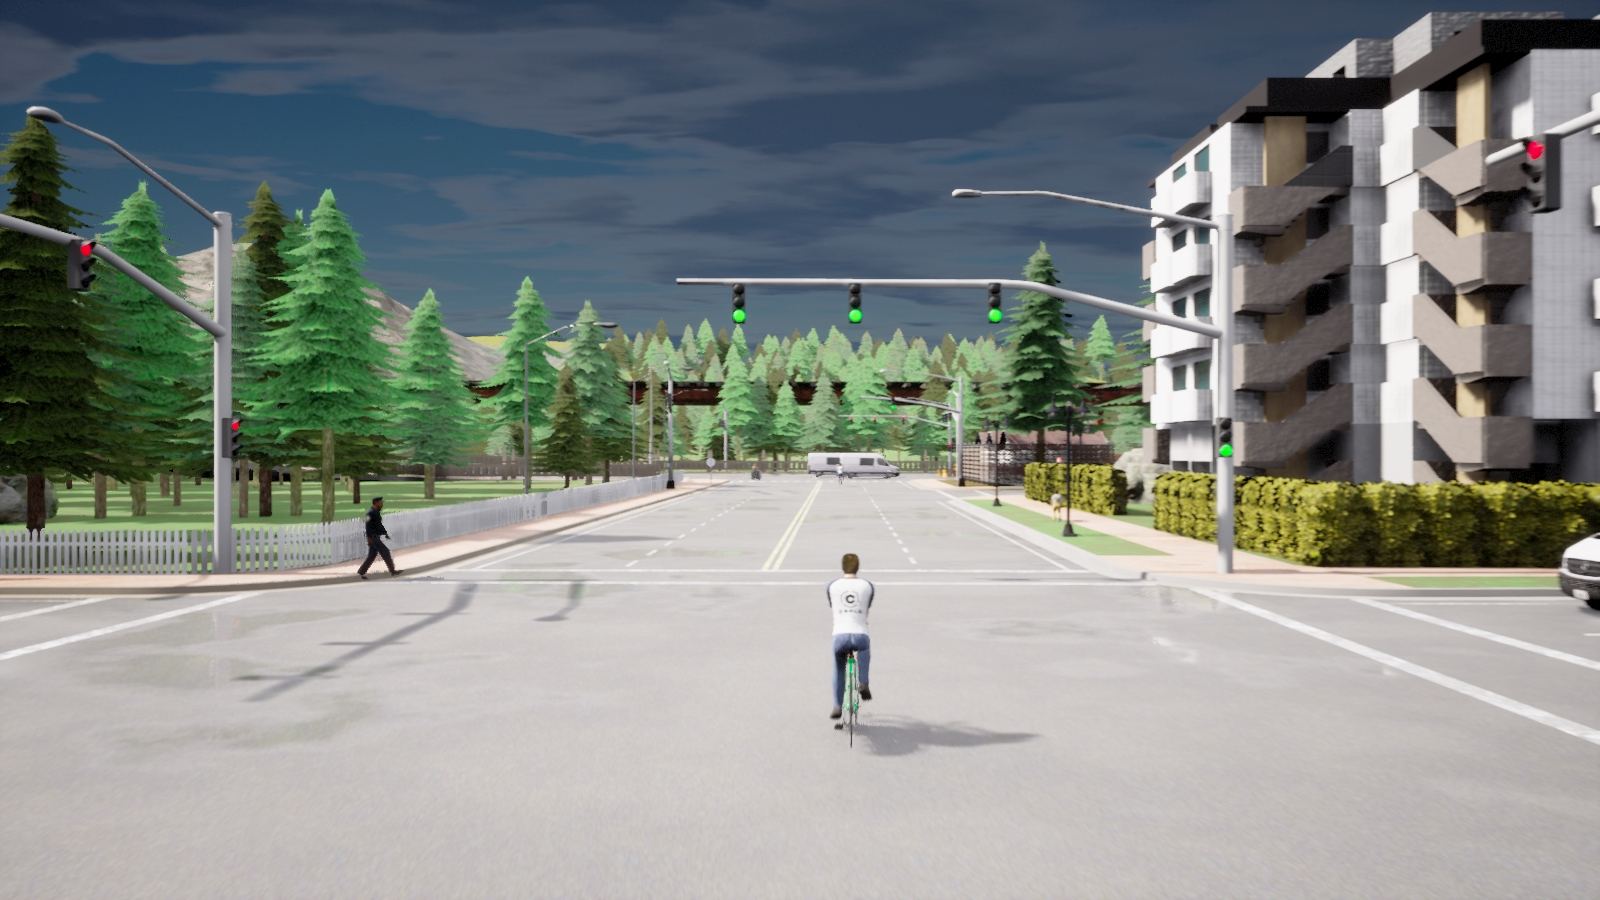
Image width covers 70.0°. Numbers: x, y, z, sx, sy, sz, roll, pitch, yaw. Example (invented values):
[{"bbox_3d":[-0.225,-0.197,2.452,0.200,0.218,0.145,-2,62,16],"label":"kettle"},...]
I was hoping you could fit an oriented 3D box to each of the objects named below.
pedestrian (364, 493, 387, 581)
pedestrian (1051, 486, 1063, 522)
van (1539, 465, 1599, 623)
[{"bbox_3d":[-9.093,1.861,24.473,0.375,1.860,0.375,0,0,-4],"label":"pedestrian"},{"bbox_3d":[9.518,1.992,42.350,0.375,1.300,0.375,0,0,4],"label":"pedestrian"},{"bbox_3d":[15.976,1.537,19.121,5.915,2.561,1.988,0,0,0],"label":"van"}]
